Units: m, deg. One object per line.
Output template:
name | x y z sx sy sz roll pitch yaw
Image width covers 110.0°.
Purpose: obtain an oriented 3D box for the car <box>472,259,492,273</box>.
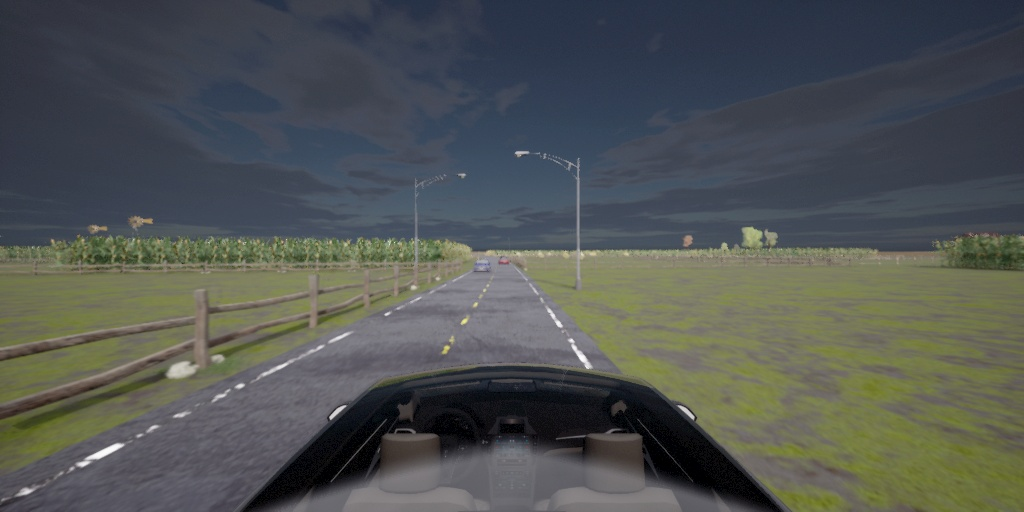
car | -3.284 1.097 40.277 1.812 1.442 4.674 0 0 -2
